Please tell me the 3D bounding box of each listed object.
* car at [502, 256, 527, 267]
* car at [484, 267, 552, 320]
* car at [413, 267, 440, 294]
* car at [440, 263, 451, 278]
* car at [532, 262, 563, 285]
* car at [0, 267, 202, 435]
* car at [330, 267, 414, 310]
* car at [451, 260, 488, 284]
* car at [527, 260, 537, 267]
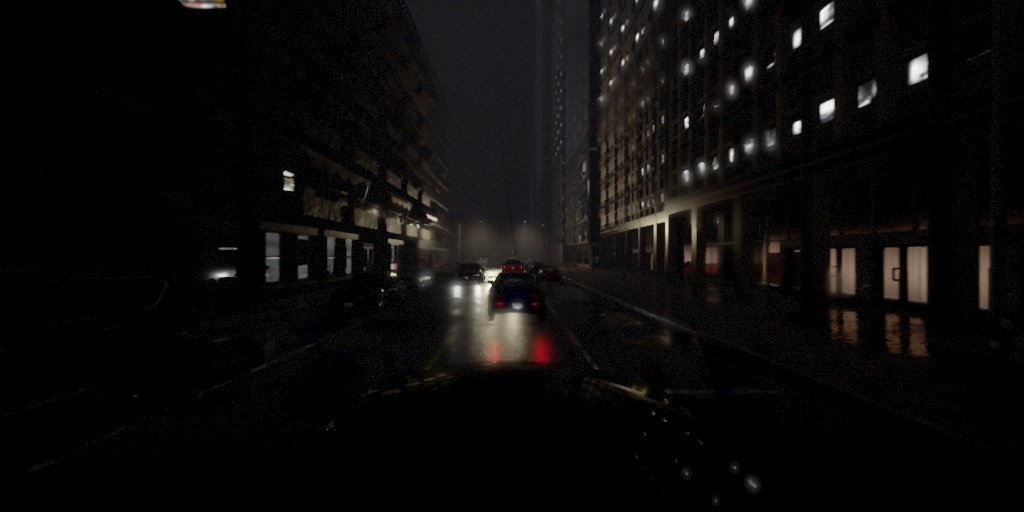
[{"bbox_3d":[0.104,1.131,35.844,2.097,1.767,4.553,0,0,0],"label":"car"},{"bbox_3d":[0.120,1.283,12.577,1.812,1.442,4.674,0,0,-1],"label":"car"},{"bbox_3d":[-5.688,1.313,20.314,2.007,1.370,4.403,0,0,0],"label":"car"},{"bbox_3d":[-5.687,1.299,31.441,1.751,1.417,4.829,0,0,0],"label":"car"},{"bbox_3d":[2.693,1.350,25.961,1.802,1.307,4.207,0,0,0],"label":"car"},{"bbox_3d":[-5.691,1.066,3.368,2.192,1.841,5.009,0,0,0],"label":"car"},{"bbox_3d":[-5.689,1.324,14.665,1.948,1.339,4.313,0,0,0],"label":"car"},{"bbox_3d":[-3.090,1.274,27.062,1.837,1.490,4.892,0,0,0],"label":"car"},{"bbox_3d":[2.695,1.346,37.258,1.948,1.339,4.313,0,0,0],"label":"car"}]
